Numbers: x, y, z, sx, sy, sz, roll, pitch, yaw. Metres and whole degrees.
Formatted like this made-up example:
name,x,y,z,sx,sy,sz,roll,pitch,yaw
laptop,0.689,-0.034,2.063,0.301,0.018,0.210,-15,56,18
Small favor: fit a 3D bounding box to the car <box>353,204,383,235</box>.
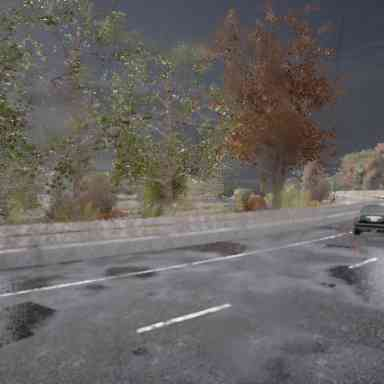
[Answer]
name,x,y,z,sx,sy,sz,roll,pitch,yaw
car,10.529,1.401,18.045,2.097,1.767,4.553,0,0,44
